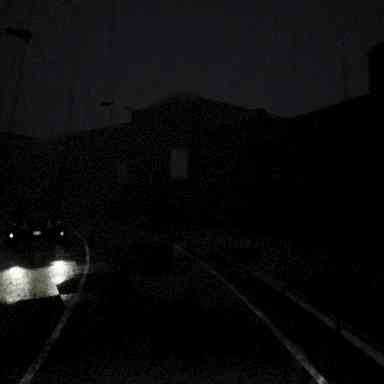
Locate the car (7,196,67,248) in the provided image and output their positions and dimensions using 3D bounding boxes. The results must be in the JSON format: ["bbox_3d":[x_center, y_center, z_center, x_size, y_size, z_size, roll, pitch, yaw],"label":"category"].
[{"bbox_3d":[-7.169,1.243,15.479,2.150,2.045,5.566,0,0,-25],"label":"car"}]
